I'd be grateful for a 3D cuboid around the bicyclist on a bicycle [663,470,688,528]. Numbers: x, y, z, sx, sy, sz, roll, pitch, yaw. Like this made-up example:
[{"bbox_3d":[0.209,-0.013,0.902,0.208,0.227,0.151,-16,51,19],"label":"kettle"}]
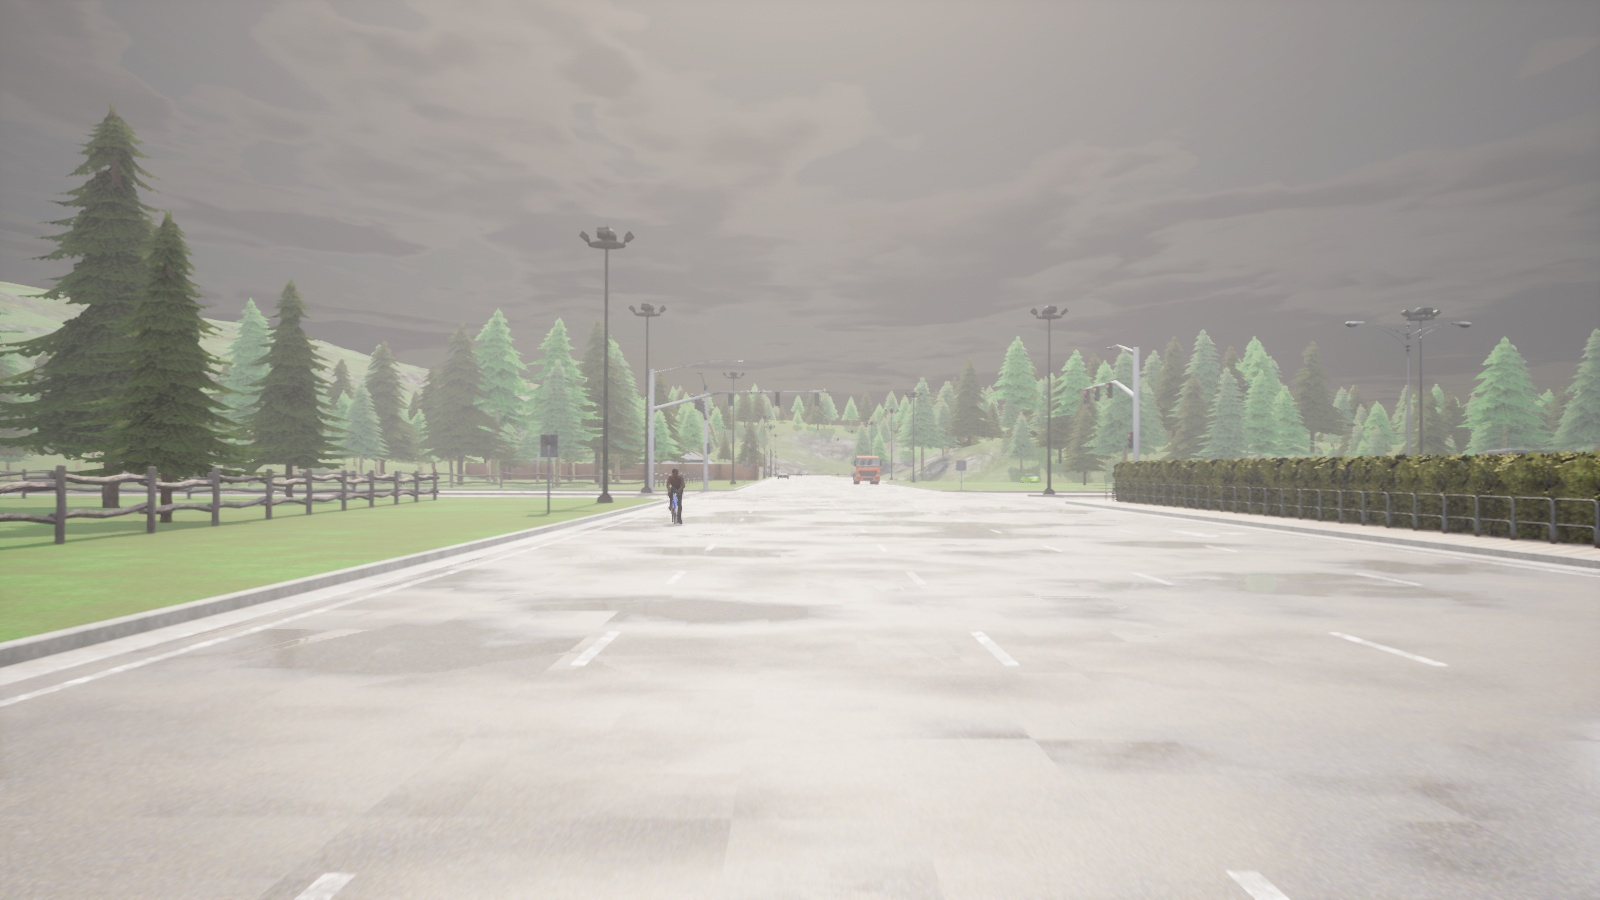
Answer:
[{"bbox_3d":[-3.585,1.388,36.229,0.582,1.620,1.656,0,-1,0],"label":"bicyclist on a bicycle"}]
